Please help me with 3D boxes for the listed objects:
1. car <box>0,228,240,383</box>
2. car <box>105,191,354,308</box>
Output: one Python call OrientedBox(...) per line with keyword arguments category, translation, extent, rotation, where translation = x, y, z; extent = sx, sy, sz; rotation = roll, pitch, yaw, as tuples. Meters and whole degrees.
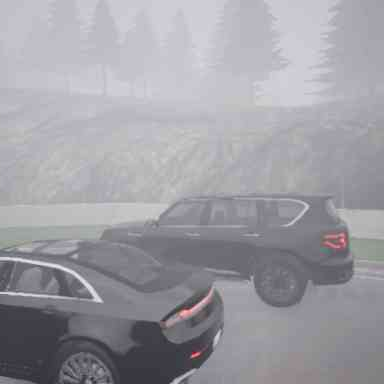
OrientedBox(category="car", translation=(-2.033, 1.406, 4.413), extent=(4.902, 1.511, 2.128), rotation=(-1, 1, 19))
OrientedBox(category="car", translation=(0.493, 1.015, 7.379), extent=(5.566, 2.045, 2.150), rotation=(0, 1, 22))
